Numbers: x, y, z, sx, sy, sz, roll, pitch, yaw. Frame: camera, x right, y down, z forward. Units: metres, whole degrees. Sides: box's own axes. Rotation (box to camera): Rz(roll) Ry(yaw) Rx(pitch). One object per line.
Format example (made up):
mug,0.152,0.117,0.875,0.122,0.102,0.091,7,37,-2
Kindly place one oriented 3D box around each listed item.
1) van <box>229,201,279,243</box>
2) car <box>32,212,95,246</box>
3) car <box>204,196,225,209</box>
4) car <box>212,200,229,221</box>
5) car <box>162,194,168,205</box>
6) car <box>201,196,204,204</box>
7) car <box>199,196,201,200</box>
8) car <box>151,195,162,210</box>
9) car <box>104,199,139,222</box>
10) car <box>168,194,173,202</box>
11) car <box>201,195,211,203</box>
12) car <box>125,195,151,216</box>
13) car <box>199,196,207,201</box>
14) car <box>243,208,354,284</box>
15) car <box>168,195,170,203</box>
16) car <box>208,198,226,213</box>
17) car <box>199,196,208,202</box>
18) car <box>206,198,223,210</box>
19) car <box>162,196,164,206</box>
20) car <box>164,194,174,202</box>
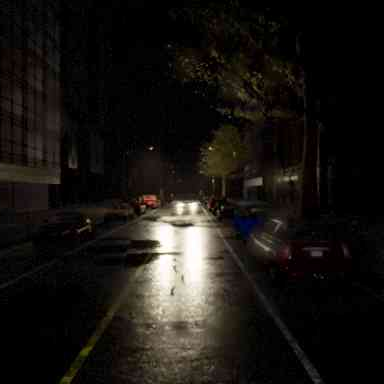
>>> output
van,2.865,1.339,15.200,1.690,1.788,3.998,0,0,0
car,-5.661,1.580,15.216,1.802,1.307,4.206,0,0,0
car,2.873,1.335,37.758,2.192,1.841,5.009,0,0,0
car,2.868,1.583,26.480,1.802,1.307,4.206,0,0,0
car,-5.645,1.368,54.687,2.192,1.841,5.009,0,0,0
car,2.880,1.618,54.676,1.947,1.339,4.313,0,0,0
car,2.885,1.660,65.955,1.802,1.307,4.206,0,0,0
car,-5.650,1.346,43.410,2.192,1.841,5.009,0,0,0
car,-5.657,1.526,26.323,1.752,1.417,4.829,0,0,0
car,-5.639,1.660,71.603,1.947,1.339,4.313,0,0,0
car,2.887,1.534,71.596,1.967,1.590,4.097,0,0,0
car,-5.655,1.325,32.131,2.192,1.841,5.009,0,0,0
car,2.893,1.716,88.514,1.947,1.339,4.313,0,0,0
car,2.862,1.439,9.561,1.967,1.590,4.097,0,0,0
car,-5.643,1.610,60.326,1.887,1.381,4.507,0,0,0
car,2.871,1.575,32.117,1.947,1.339,4.313,0,0,0
car,2.891,1.695,82.873,1.947,1.339,4.313,0,0,0
car,2.876,1.575,43.397,1.887,1.381,4.507,0,0,0
car,-5.647,1.608,49.048,1.947,1.339,4.313,0,0,0
car,-5.635,1.444,82.880,2.192,1.841,5.009,0,0,0
